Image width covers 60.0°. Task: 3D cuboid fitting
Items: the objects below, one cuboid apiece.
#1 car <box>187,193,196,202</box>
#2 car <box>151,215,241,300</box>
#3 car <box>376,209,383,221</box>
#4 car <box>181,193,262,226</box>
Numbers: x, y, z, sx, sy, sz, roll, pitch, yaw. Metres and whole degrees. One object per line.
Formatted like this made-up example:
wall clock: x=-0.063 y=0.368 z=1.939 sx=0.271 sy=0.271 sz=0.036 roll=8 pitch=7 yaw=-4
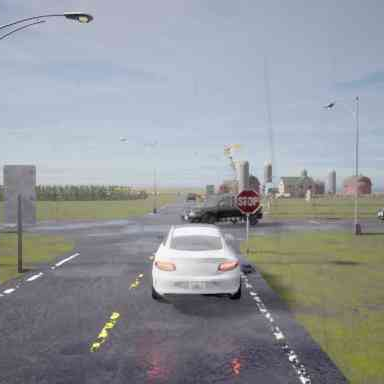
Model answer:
car: x=-0.158 y=1.229 z=78.676 sx=2.150 sy=2.045 sz=5.566 roll=0 pitch=0 yaw=0
car: x=0.084 y=1.524 z=8.277 sx=1.812 sy=1.442 sz=4.674 roll=0 pitch=0 yaw=0
car: x=16.206 y=1.473 z=24.514 sx=4.892 sy=1.490 sz=1.837 roll=0 pitch=1 yaw=-2
car: x=2.035 y=1.224 z=21.782 sx=5.566 sy=2.045 sz=2.150 roll=0 pitch=-1 yaw=-29
